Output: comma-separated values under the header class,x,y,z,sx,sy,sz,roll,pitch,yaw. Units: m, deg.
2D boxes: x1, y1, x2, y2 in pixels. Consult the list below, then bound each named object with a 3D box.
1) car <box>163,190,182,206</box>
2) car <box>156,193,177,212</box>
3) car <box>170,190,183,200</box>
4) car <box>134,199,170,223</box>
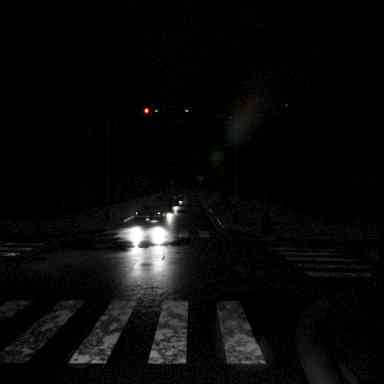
class,x,y,z,sx,sy,sz,roll,pitch,yaw
car,-2.873,0.706,44.192,2.150,2.045,5.566,0,1,0
car,-2.875,1.170,33.794,1.837,1.490,4.892,0,1,0
car,-2.792,0.517,59.328,2.097,1.767,4.553,0,1,0
car,-2.869,1.425,23.681,1.895,1.301,4.718,0,1,0
